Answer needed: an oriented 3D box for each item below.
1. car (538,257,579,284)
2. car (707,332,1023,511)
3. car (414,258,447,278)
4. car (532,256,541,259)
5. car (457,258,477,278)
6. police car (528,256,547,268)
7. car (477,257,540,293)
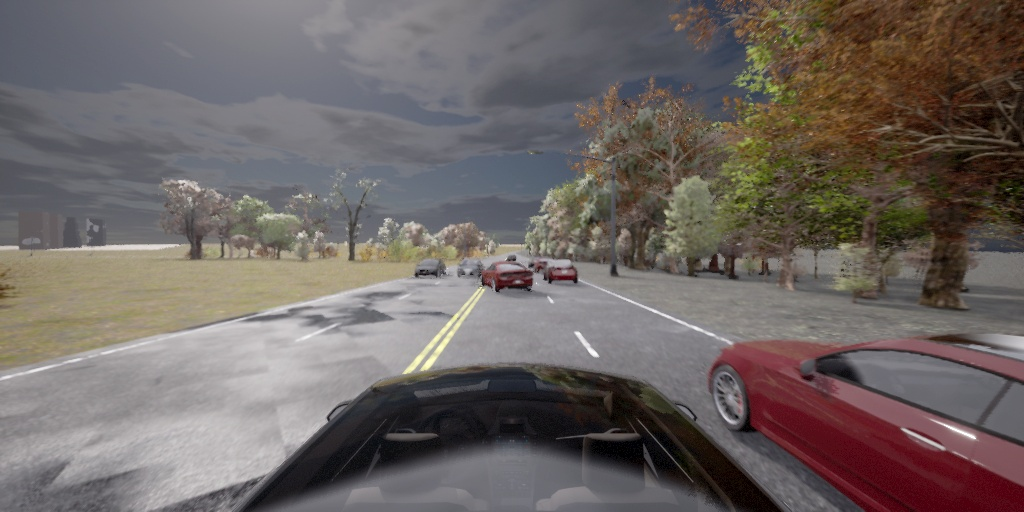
[{"bbox_3d":[3.234,0.996,24.408,2.163,1.488,4.792,-1,1,0],"label":"car"},{"bbox_3d":[3.258,1.242,2.372,1.812,1.442,4.674,1,2,0],"label":"car"},{"bbox_3d":[-6.586,0.963,29.333,1.837,1.490,4.892,0,0,0],"label":"car"},{"bbox_3d":[3.258,0.841,35.386,1.882,1.535,5.008,1,-1,0],"label":"car"},{"bbox_3d":[-3.337,0.948,29.464,2.128,1.511,4.902,0,1,0],"label":"car"},{"bbox_3d":[3.253,0.755,46.385,2.038,1.542,4.974,0,-1,0],"label":"police car"},{"bbox_3d":[-0.363,1.040,19.368,1.882,1.535,5.008,-1,1,-15],"label":"car"}]
